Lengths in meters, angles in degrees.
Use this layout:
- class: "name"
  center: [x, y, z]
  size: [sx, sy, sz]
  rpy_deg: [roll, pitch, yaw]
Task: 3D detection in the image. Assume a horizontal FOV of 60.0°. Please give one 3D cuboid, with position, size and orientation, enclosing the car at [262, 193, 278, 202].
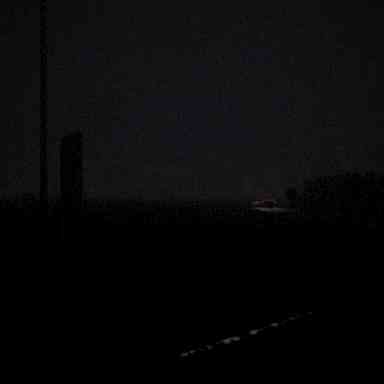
- class: "car"
  center: [15.194, 1.015, 64.544]
  size: [2.128, 1.511, 4.902]
  rpy_deg: [0, 0, 22]

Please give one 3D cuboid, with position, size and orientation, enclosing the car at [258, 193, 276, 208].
- class: "car"
  center: [9.713, 1.155, 43.088]
  size: [1.882, 1.535, 5.008]
  rpy_deg: [0, 0, 7]
